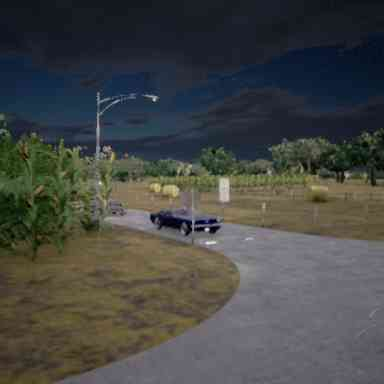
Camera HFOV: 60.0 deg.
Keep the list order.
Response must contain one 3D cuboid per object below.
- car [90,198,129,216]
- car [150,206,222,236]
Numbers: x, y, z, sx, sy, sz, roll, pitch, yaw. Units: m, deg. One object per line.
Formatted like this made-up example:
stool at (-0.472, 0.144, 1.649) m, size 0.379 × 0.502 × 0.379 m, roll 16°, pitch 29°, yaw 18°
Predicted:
car at (-7.137, 1.208, 27.872) m, size 2.033 × 1.411 × 5.357 m, roll 0°, pitch 1°, yaw -33°
car at (-0.447, 1.446, 17.676) m, size 1.895 × 1.301 × 4.718 m, roll 0°, pitch 1°, yaw -32°
